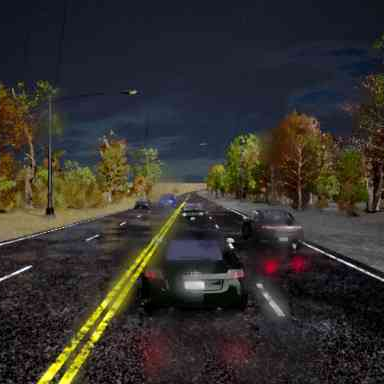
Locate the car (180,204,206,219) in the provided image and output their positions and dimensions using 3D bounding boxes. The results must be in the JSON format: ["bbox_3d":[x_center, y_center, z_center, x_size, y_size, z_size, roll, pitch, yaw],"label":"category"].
[{"bbox_3d":[0.058,1.572,25.981,1.895,1.301,4.718,-2,1,0],"label":"car"}]

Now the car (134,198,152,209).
[{"bbox_3d":[-6.511,1.540,44.887,2.033,1.411,5.357,0,0,0],"label":"car"}]

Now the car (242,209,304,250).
[{"bbox_3d":[3.324,1.489,14.362,2.128,1.511,4.902,0,0,1],"label":"car"}]

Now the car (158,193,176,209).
[{"bbox_3d":[-3.261,1.208,44.753,2.150,2.045,5.566,0,0,0],"label":"car"}]

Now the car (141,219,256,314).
[{"bbox_3d":[0.057,1.563,7.686,1.994,1.385,4.181,0,0,0],"label":"car"}]
